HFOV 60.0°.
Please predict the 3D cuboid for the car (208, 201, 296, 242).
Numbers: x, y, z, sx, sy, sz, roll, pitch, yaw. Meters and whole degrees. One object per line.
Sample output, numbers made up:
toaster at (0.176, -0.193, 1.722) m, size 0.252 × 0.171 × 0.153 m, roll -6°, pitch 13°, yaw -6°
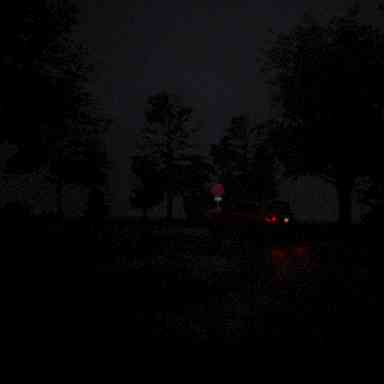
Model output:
car at (3.155, 1.507, 18.532) m, size 2.150 × 2.045 × 5.566 m, roll 1°, pitch -2°, yaw -33°
